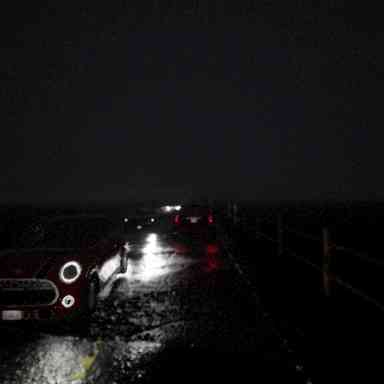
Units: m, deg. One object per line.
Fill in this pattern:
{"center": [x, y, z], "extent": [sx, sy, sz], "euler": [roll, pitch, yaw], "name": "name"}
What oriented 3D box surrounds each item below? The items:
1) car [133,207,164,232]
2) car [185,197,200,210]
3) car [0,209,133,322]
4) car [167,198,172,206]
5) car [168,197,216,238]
{"center": [-2.837, 1.592, 20.157], "extent": [1.895, 1.301, 4.718], "euler": [0, 0, 0], "name": "car"}
{"center": [0.057, 1.491, 43.876], "extent": [1.837, 1.490, 4.892], "euler": [0, 1, 0], "name": "car"}
{"center": [-2.849, 1.349, 7.492], "extent": [2.097, 1.767, 4.553], "euler": [0, 0, 0], "name": "car"}
{"center": [-2.877, 1.584, 53.049], "extent": [1.895, 1.301, 4.718], "euler": [0, 0, 0], "name": "car"}
{"center": [0.082, 1.344, 17.558], "extent": [2.097, 1.767, 4.553], "euler": [0, 0, 0], "name": "car"}
